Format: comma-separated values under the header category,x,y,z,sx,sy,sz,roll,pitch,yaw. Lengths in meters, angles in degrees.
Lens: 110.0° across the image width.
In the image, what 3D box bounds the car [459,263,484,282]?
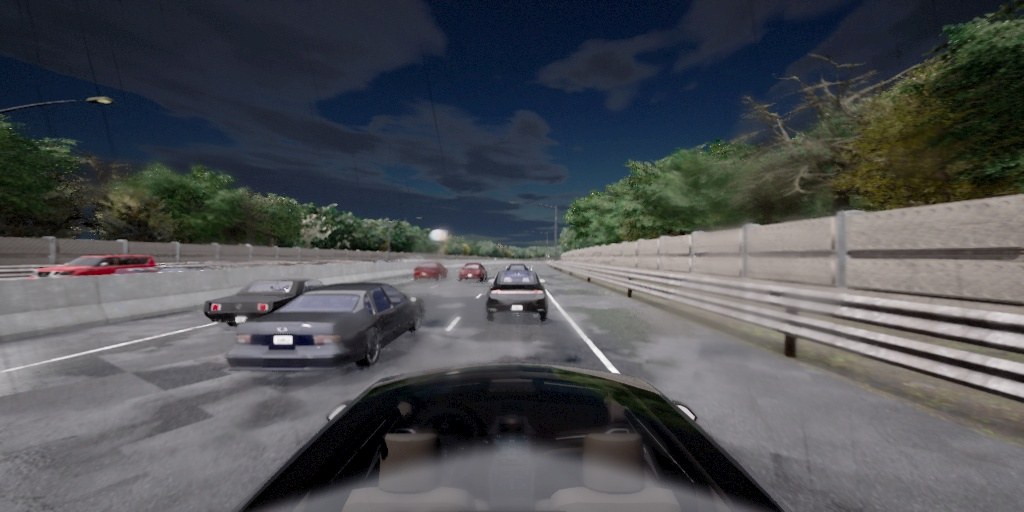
category,x,y,z,sx,sy,sz,roll,pitch,yaw
car,-3.062,1.272,28.824,1.812,1.442,4.674,0,0,1

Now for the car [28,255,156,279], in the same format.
category,x,y,z,sx,sy,sz,roll,pitch,yaw
car,-24.409,0.941,21.368,2.150,2.045,5.566,0,0,1

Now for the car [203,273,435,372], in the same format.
category,x,y,z,sx,sy,sz,roll,pitch,yaw
car,-3.373,1.285,7.815,2.033,1.411,5.357,0,0,0

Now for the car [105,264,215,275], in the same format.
category,x,y,z,sx,sy,sz,roll,pitch,yaw
car,-17.450,1.270,19.054,2.033,1.411,5.357,0,0,1

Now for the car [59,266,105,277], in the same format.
category,x,y,z,sx,sy,sz,roll,pitch,yaw
car,-20.935,1.322,19.787,1.895,1.301,4.718,0,0,1

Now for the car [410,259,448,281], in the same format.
category,x,y,z,sx,sy,sz,roll,pitch,yaw
car,-6.536,1.223,29.480,1.882,1.535,5.008,0,0,1

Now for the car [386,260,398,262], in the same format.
category,x,y,z,sx,sy,sz,roll,pitch,yaw
car,-19.458,1.453,61.723,1.895,1.301,4.718,0,0,4

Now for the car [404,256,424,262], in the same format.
category,x,y,z,sx,sy,sz,roll,pitch,yaw
car,-16.089,1.066,59.335,2.150,2.045,5.566,0,0,3

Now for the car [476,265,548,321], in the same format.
category,x,y,z,sx,sy,sz,roll,pitch,yaw
car,0.170,1.226,12.403,2.128,1.511,4.902,0,0,1

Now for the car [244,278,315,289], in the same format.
category,x,y,z,sx,sy,sz,roll,pitch,yaw
car,-6.843,1.332,11.329,1.895,1.301,4.718,0,0,1
